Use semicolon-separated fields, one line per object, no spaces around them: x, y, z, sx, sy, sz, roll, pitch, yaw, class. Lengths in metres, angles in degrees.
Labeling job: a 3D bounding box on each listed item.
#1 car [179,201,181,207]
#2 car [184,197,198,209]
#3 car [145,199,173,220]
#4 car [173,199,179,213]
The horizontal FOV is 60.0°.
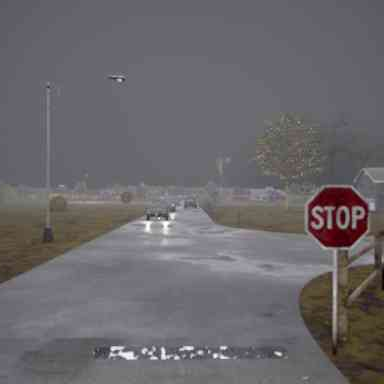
-3.161;1.999;61.619;1.837;1.490;4.892;0;-1;0;car
-0.210;1.867;51.034;1.837;1.490;4.892;0;-1;0;car
-2.990;1.648;29.831;1.837;1.490;4.892;0;0;-1;car
-3.095;1.609;41.157;2.097;1.767;4.553;0;-1;0;car
